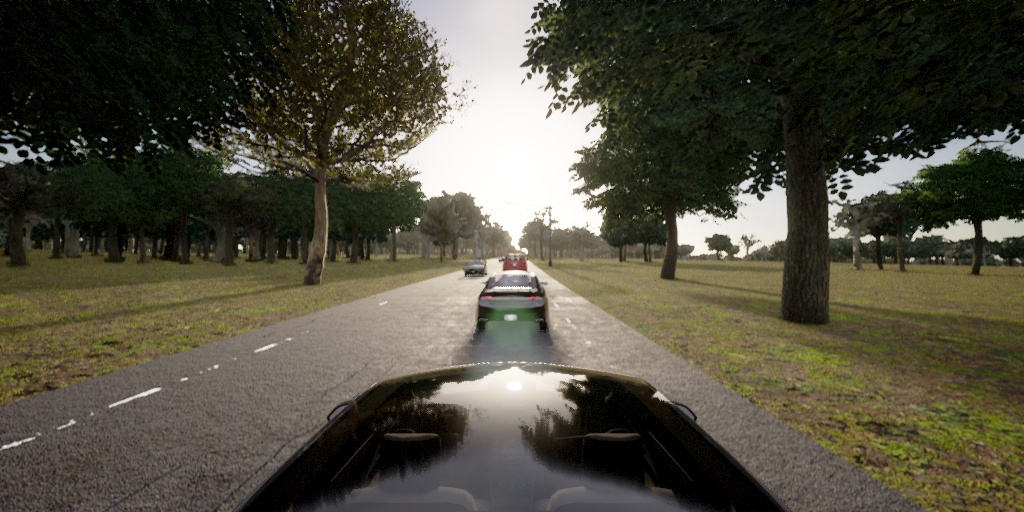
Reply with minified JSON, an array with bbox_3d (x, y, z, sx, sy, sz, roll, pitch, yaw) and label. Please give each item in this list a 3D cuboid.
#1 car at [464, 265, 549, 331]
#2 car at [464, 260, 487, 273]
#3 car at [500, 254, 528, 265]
[{"bbox_3d":[0.057,1.199,10.760,2.128,1.511,4.902,0,0,2],"label":"car"},{"bbox_3d":[-3.390,1.112,34.033,1.837,1.490,4.892,0,0,1],"label":"car"},{"bbox_3d":[0.299,0.830,33.149,2.150,2.045,5.566,0,0,1],"label":"car"}]
